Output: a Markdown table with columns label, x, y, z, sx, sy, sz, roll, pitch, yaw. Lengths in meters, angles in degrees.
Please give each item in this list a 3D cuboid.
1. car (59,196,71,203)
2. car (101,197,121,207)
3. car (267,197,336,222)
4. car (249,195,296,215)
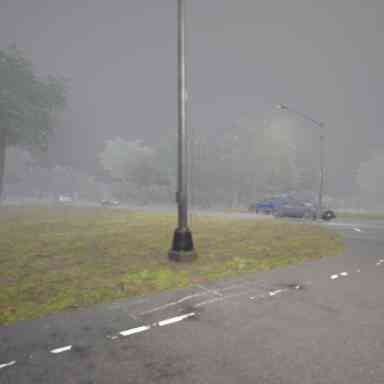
| label | x | y | z | sx | sy | sz | roll | pitch | yaw |
| --- | --- | --- | --- | --- | --- | --- | --- | --- | --- |
| car | -33.909 | 1.992 | 88.822 | 2.150 | 2.045 | 5.566 | 3 | -3 | -33 |
| car | -12.888 | 1.576 | 52.612 | 2.128 | 1.511 | 4.902 | 3 | -2 | -34 |
| car | 7.689 | 1.296 | 23.042 | 1.994 | 1.385 | 4.181 | 3 | -2 | -35 |
| car | 8.400 | 1.377 | 34.280 | 2.150 | 2.045 | 5.566 | 3 | -2 | -35 |
